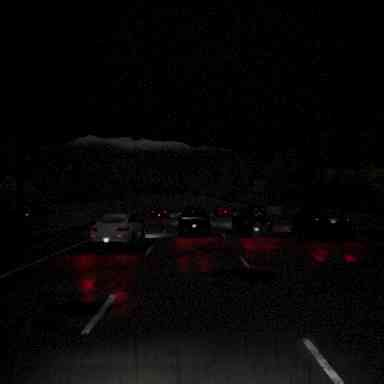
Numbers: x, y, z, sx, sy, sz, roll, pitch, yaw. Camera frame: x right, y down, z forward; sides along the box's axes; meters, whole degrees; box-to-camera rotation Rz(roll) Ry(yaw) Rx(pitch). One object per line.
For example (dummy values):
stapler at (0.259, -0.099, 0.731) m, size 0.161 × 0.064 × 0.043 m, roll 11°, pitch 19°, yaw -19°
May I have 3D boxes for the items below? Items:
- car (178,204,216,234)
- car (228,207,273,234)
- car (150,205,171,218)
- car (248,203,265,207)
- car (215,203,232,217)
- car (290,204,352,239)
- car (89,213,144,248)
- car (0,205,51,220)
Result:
car at (0.128, 1.730, 21.060) m, size 2.128 × 1.511 × 4.902 m, roll 0°, pitch -1°, yaw 0°
car at (3.628, 1.836, 20.864) m, size 1.895 × 1.301 × 4.718 m, roll 0°, pitch -1°, yaw 0°
car at (-3.352, 2.119, 36.271) m, size 1.895 × 1.301 × 4.718 m, roll 0°, pitch -1°, yaw 0°
car at (7.150, 2.048, 37.365) m, size 1.837 × 1.490 × 4.892 m, roll 0°, pitch -1°, yaw 0°
car at (3.651, 2.053, 38.811) m, size 1.882 × 1.535 × 5.008 m, roll 0°, pitch -1°, yaw 0°
car at (7.125, 1.559, 18.886) m, size 2.097 × 1.767 × 4.553 m, roll 0°, pitch -1°, yaw 0°
car at (-3.379, 1.682, 15.425) m, size 1.812 × 1.442 × 4.674 m, roll 0°, pitch -1°, yaw 0°
car at (-14.059, 1.847, 28.915) m, size 1.882 × 1.535 × 5.008 m, roll 0°, pitch -1°, yaw 0°
